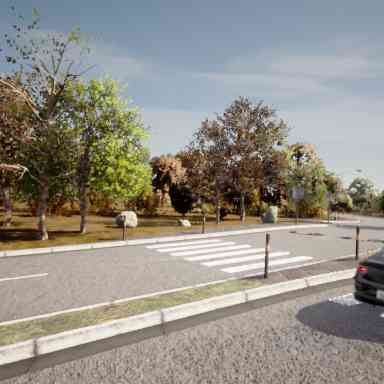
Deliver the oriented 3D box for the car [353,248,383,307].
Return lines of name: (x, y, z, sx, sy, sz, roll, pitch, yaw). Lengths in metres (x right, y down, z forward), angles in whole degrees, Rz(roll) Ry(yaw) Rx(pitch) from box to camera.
car: (5.159, 1.545, 6.626, 4.674, 1.442, 1.812, 0, 0, -31)
